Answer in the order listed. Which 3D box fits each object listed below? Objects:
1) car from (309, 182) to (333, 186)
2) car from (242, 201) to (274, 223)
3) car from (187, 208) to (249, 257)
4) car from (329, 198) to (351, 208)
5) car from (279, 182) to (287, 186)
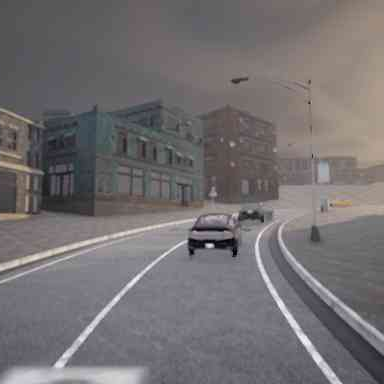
[{"bbox_3d":[33.422,-1.903,87.555,4.892,1.521,2.231,-1,-5,-1],"label":"car"},{"bbox_3d":[5.390,1.561,27.565,2.097,1.767,4.553,-3,-1,25],"label":"car"},{"bbox_3d":[1.071,1.629,13.677,2.128,1.511,4.902,-1,-1,11],"label":"car"},{"bbox_3d":[24.193,1.819,54.875,5.008,1.535,1.882,-1,-4,-34],"label":"car"},{"bbox_3d":[22.481,-1.933,87.416,4.553,1.767,2.185,-1,-5,-1],"label":"car"}]
